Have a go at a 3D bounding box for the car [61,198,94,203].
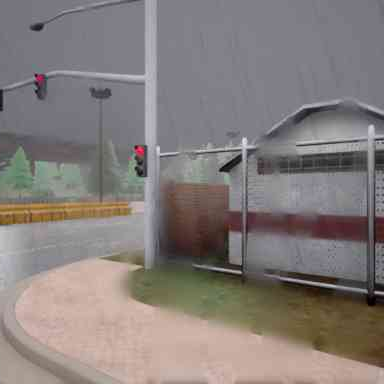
[{"bbox_3d":[-14.515,1.505,41.762,1.837,1.490,4.892,0,0,34],"label":"car"}]
